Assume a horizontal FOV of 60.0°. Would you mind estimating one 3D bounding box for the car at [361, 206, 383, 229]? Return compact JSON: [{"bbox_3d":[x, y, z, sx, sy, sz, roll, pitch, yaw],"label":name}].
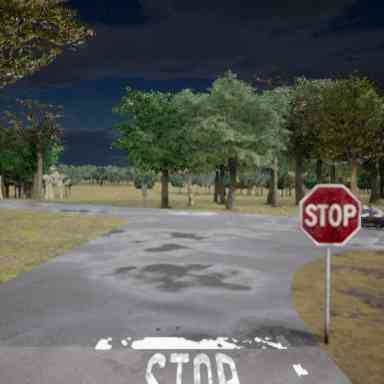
[{"bbox_3d":[11.144,1.680,21.428,4.892,1.490,1.837,0,1,35],"label":"car"}]
